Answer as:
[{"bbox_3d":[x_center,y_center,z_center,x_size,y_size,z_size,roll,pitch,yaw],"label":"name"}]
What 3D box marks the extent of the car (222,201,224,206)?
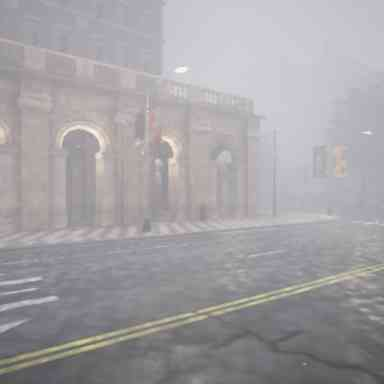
[{"bbox_3d":[3.206,1.601,56.546,1.882,1.535,5.008,0,0,-36],"label":"car"}]
